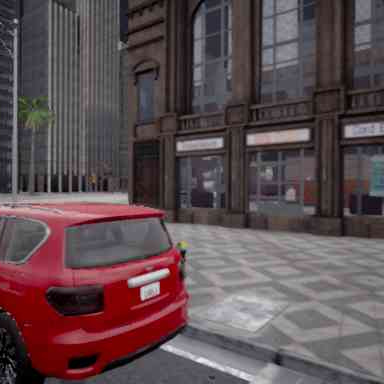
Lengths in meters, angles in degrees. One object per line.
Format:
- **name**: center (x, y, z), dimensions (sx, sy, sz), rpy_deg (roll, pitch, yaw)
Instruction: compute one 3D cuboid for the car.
- **car**: center (-2.648, 1.170, 5.273), dimensions (5.566, 2.045, 2.150), rpy_deg (1, 0, 35)
